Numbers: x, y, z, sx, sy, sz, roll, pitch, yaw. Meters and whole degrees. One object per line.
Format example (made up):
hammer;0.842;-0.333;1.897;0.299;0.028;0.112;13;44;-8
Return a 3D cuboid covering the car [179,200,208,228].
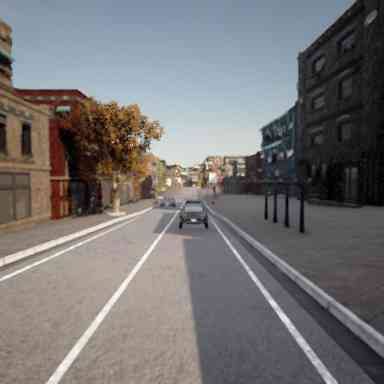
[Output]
car;0.103;1.520;22.232;1.812;1.442;4.674;0;0;0

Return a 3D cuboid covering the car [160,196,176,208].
car;-3.085;1.333;43.630;2.128;1.511;4.902;0;0;1

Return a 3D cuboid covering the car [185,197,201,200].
car;0.146;1.336;42.129;1.882;1.535;5.008;0;1;0
